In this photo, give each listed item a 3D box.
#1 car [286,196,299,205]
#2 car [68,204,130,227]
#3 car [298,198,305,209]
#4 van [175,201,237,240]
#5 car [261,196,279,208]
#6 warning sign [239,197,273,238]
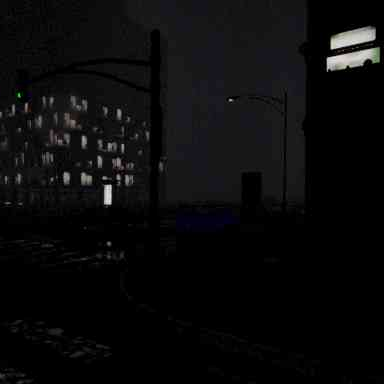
[{"bbox_3d":[16.349,1.364,53.300,1.752,1.417,4.829,1,1,35],"label":"car"},{"bbox_3d":[-5.999,1.467,21.879,1.947,1.339,4.313,1,1,35],"label":"car"},{"bbox_3d":[15.592,1.442,42.344,1.837,1.490,4.892,1,1,36],"label":"car"},{"bbox_3d":[0.833,1.368,17.019,1.690,1.788,3.998,1,1,35],"label":"van"},{"bbox_3d":[10.035,1.293,44.420,1.967,1.590,4.097,1,1,35],"label":"car"},{"bbox_3d":[3.115,1.177,16.125,1.300,1.860,1.060,1,1,35],"label":"warning sign"}]
